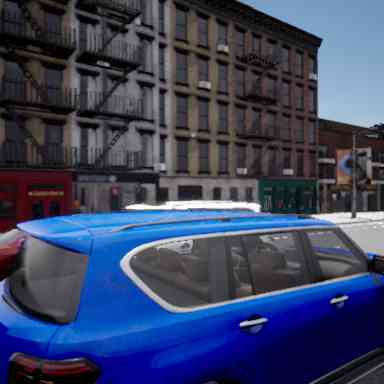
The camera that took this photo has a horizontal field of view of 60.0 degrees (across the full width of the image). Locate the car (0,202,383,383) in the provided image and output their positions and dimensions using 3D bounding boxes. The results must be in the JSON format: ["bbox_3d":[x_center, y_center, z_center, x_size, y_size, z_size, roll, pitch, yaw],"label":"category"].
[{"bbox_3d":[0.712,1.230,3.952,5.566,2.045,2.150,0,0,-35],"label":"car"}]

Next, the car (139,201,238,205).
[{"bbox_3d":[-0.613,1.233,7.241,5.566,2.045,2.150,0,0,-36],"label":"car"}]

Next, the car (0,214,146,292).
[{"bbox_3d":[-3.900,1.484,8.886,5.008,1.535,1.882,0,0,-36],"label":"car"}]
